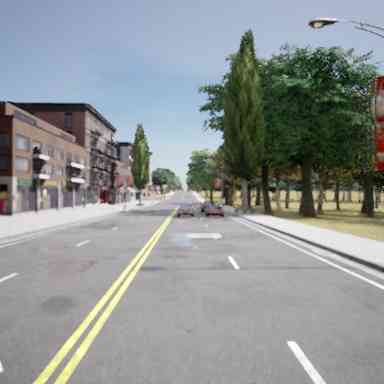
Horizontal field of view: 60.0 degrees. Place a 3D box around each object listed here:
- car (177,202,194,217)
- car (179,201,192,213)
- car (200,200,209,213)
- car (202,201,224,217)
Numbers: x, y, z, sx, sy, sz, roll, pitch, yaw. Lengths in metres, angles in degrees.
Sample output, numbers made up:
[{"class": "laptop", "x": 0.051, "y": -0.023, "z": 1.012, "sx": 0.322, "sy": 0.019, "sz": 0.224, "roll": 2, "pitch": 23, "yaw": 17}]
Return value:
[{"class": "car", "x": -0.720, "y": 2.067, "z": 37.252, "sx": 2.033, "sy": 1.411, "sz": 5.357, "roll": 0, "pitch": -1, "yaw": -1}, {"class": "car", "x": -0.934, "y": 2.179, "z": 48.957, "sx": 1.882, "sy": 1.535, "sz": 5.008, "roll": 0, "pitch": -1, "yaw": -1}, {"class": "car", "x": 2.321, "y": 2.053, "z": 48.556, "sx": 2.097, "sy": 1.767, "sz": 4.553, "roll": 0, "pitch": -1, "yaw": -1}, {"class": "car", "x": 2.522, "y": 2.098, "z": 37.697, "sx": 1.994, "sy": 1.385, "sz": 4.181, "roll": 0, "pitch": -1, "yaw": -1}]
